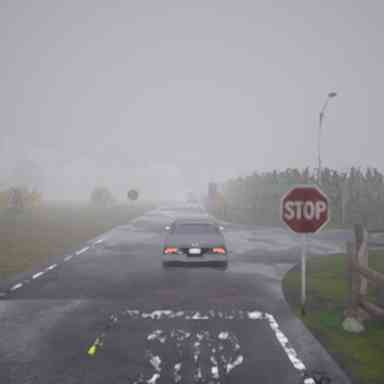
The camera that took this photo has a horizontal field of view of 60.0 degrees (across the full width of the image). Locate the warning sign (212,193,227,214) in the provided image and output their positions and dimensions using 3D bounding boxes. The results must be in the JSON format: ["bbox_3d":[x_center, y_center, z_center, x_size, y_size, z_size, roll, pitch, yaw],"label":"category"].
[{"bbox_3d":[2.454,1.010,30.151,1.300,1.860,1.060,0,0,0],"label":"warning sign"}]

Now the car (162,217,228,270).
[{"bbox_3d":[0.083,1.511,10.809,2.033,1.411,5.357,0,0,0],"label":"car"}]

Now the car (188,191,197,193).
[{"bbox_3d":[0.014,0.884,72.632,2.150,2.045,5.566,0,0,0],"label":"car"}]

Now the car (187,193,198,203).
[{"bbox_3d":[0.012,1.309,62.602,1.994,1.385,4.181,0,0,0],"label":"car"}]
